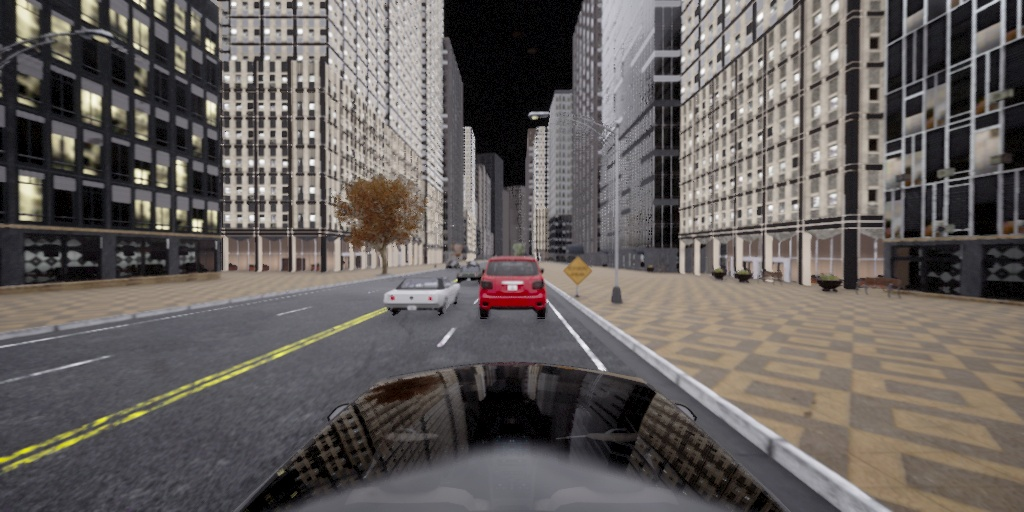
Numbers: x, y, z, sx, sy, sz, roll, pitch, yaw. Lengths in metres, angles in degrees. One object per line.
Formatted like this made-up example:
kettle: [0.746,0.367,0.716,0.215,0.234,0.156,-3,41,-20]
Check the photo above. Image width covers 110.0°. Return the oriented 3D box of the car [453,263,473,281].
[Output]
car: [-3.202,1.481,28.802,1.895,1.301,4.718,0,0,1]

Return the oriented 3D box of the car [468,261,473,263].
car: [-6.536,1.506,59.542,1.882,1.535,5.008,0,0,1]

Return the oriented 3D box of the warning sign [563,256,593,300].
warning sign: [2.854,0.932,15.699,1.300,1.860,1.060,0,0,0]

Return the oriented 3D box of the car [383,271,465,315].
car: [-3.206,1.409,13.800,1.895,1.301,4.718,0,0,1]

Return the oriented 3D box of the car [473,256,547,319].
car: [0.040,1.028,13.252,2.150,2.045,5.566,0,0,1]

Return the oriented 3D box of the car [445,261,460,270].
car: [-9.787,1.533,59.560,1.837,1.490,4.892,0,0,1]
